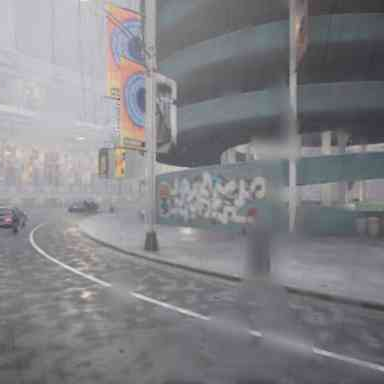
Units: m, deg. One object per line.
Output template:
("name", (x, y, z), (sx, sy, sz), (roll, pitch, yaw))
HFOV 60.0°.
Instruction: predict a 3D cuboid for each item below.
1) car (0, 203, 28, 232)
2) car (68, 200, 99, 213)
("car", (-10.963, 1.527, 19.561), (2.033, 1.411, 5.357), (0, 0, -20))
("car", (-12.084, 1.554, 37.440), (1.994, 1.385, 4.181), (0, 0, 10))
